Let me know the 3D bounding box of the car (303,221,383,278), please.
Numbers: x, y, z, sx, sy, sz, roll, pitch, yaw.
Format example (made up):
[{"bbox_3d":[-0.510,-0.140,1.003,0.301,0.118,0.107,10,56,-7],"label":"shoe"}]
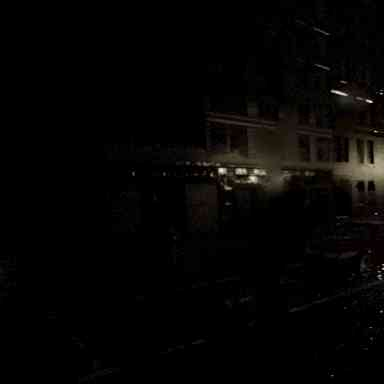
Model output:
[{"bbox_3d":[5.135,1.548,9.979,4.206,1.307,1.802,-1,0,-35],"label":"car"}]
